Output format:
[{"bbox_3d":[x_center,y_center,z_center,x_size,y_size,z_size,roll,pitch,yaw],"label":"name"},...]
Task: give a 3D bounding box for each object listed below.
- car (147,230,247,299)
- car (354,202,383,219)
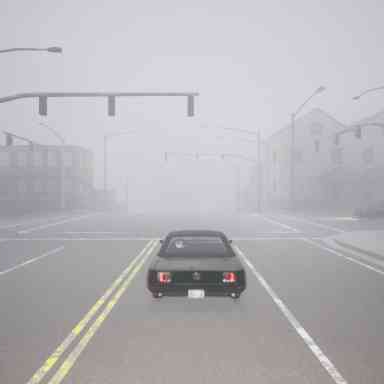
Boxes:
[{"bbox_3d":[0.104,1.601,8.392,1.895,1.301,4.718,0,0,0],"label":"car"},{"bbox_3d":[16.029,1.564,28.152,4.181,1.385,1.994,0,0,0],"label":"car"}]
